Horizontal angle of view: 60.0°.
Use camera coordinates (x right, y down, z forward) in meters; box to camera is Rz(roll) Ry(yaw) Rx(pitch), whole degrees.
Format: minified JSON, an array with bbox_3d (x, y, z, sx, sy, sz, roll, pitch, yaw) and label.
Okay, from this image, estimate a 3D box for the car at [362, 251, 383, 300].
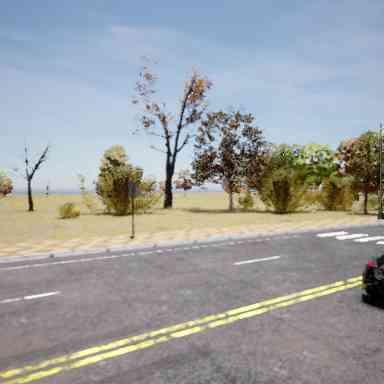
[{"bbox_3d":[5.579,1.568,7.199,4.181,1.385,1.994,0,0,-34],"label":"car"}]
